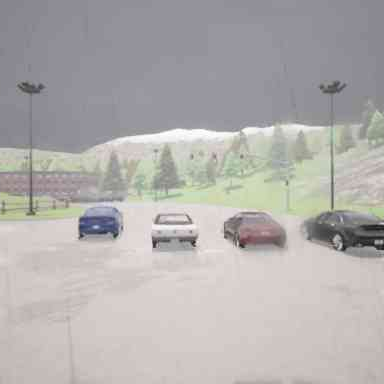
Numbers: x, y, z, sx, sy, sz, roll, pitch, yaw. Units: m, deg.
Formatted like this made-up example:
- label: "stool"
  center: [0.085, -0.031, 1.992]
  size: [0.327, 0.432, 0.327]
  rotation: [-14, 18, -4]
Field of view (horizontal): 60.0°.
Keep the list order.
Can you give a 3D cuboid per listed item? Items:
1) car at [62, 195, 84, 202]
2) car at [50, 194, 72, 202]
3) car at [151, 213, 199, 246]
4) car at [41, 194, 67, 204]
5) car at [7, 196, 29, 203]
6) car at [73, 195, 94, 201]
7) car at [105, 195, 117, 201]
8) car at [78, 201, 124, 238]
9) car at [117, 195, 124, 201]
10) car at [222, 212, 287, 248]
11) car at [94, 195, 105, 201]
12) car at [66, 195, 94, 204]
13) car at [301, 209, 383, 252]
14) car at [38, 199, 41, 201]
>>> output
- label: "car"
  center: [-28.040, 1.465, 78.168]
  size: [4.892, 1.490, 1.837]
  rotation: [0, 0, 24]
- label: "car"
  center: [-29.502, 1.332, 74.989]
  size: [4.553, 1.767, 2.097]
  rotation: [0, 0, 24]
- label: "car"
  center: [-0.902, 1.600, 15.196]
  size: [1.895, 1.301, 4.718]
  rotation: [0, 0, -6]
- label: "car"
  center: [-27.062, 1.538, 65.693]
  size: [4.892, 1.490, 1.837]
  rotation: [0, 0, 31]
- label: "car"
  center: [-36.401, 1.592, 70.143]
  size: [5.357, 1.411, 2.033]
  rotation: [0, 0, 17]
- label: "car"
  center: [-26.550, 1.480, 81.335]
  size: [4.902, 1.511, 2.128]
  rotation: [0, 0, 24]
- label: "car"
  center: [-19.309, 1.379, 73.089]
  size: [4.553, 1.767, 2.097]
  rotation: [0, 0, 34]
- label: "car"
  center: [-4.789, 1.483, 17.924]
  size: [1.882, 1.535, 5.008]
  rotation: [0, 0, -7]
- label: "car"
  center: [-17.718, 1.520, 76.249]
  size: [4.892, 1.490, 1.837]
  rotation: [0, 0, 34]
- label: "car"
  center: [2.623, 1.557, 14.817]
  size: [1.994, 1.385, 4.181]
  rotation: [0, 0, -6]
- label: "car"
  center: [-21.073, 1.579, 70.042]
  size: [4.181, 1.385, 1.994]
  rotation: [0, 0, 34]
- label: "car"
  center: [-22.489, 1.529, 66.743]
  size: [4.892, 1.490, 1.837]
  rotation: [0, 0, 38]
- label: "car"
  center: [6.234, 1.492, 13.929]
  size: [1.837, 1.490, 4.892]
  rotation: [0, 0, -6]
- label: "car"
  center: [-31.400, 1.514, 72.001]
  size: [4.674, 1.442, 1.812]
  rotation: [0, 0, 20]
